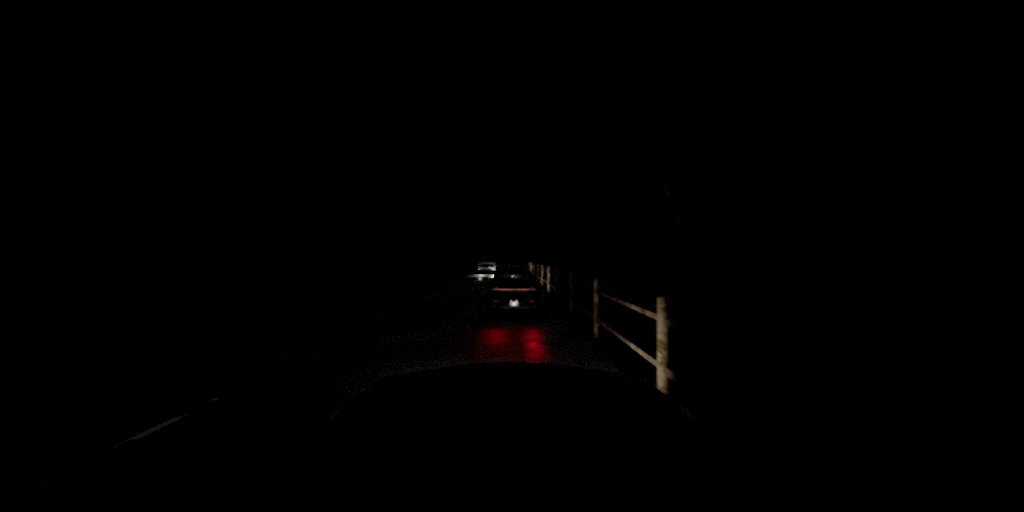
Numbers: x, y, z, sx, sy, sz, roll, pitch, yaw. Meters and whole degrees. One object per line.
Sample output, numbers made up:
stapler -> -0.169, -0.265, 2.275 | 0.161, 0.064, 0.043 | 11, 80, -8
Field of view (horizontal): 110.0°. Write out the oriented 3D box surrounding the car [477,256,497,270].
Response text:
car -> -2.911, 1.057, 43.382 | 2.150, 2.045, 5.566 | 0, 0, 0

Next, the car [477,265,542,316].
car -> 0.068, 1.250, 13.362 | 2.128, 1.511, 4.902 | 0, 0, 0

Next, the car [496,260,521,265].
car -> 0.045, 1.282, 29.161 | 2.128, 1.511, 4.902 | 0, 0, 0
